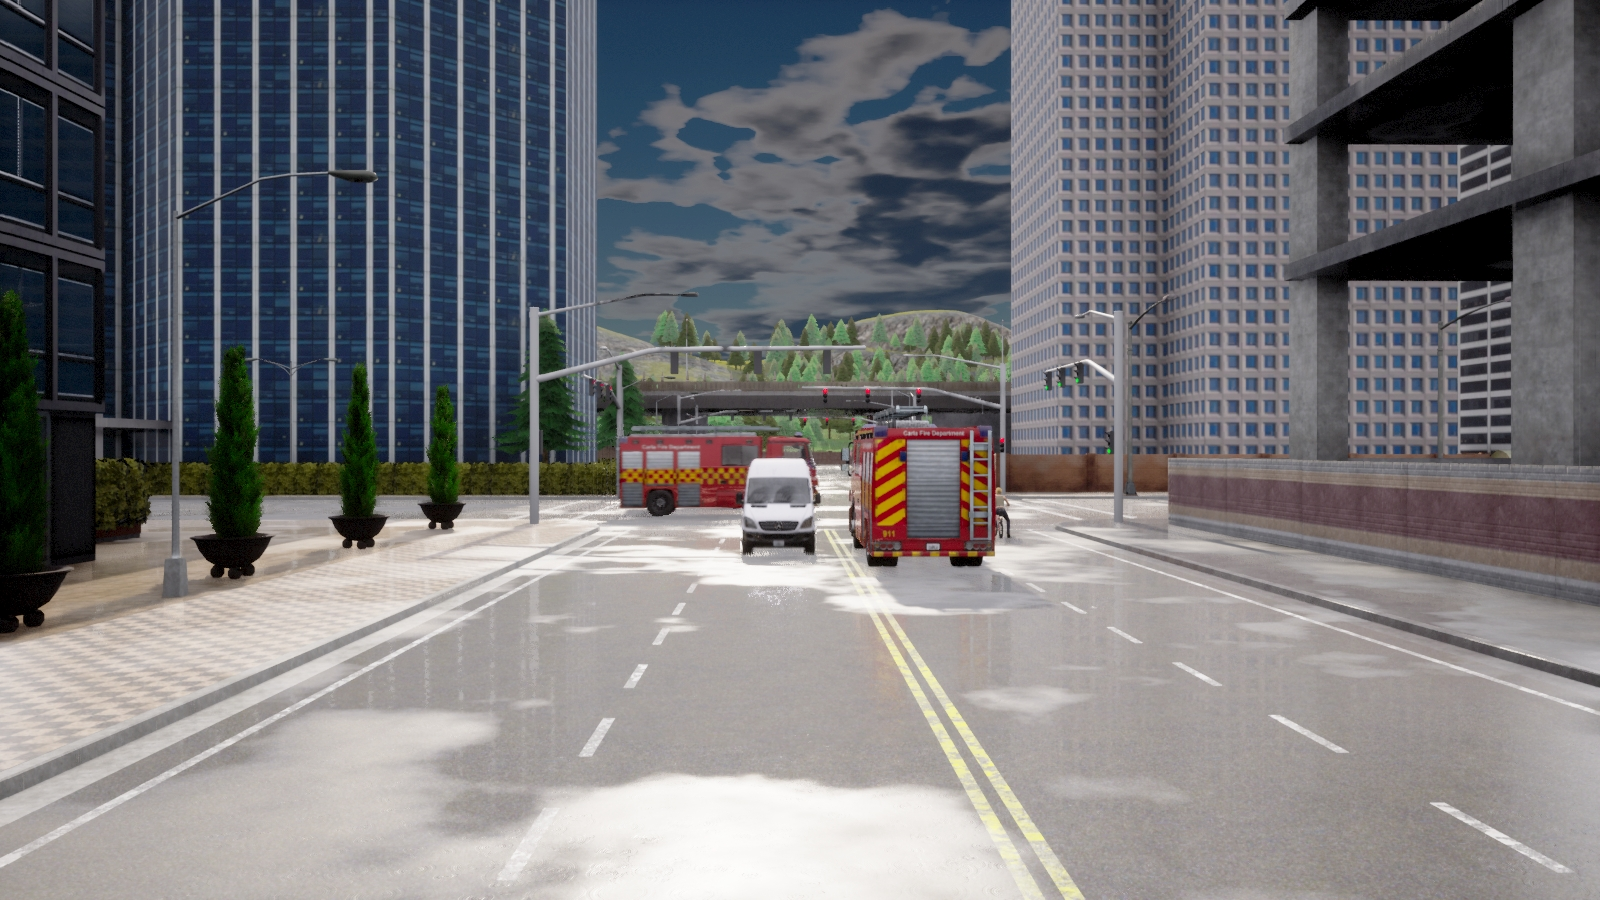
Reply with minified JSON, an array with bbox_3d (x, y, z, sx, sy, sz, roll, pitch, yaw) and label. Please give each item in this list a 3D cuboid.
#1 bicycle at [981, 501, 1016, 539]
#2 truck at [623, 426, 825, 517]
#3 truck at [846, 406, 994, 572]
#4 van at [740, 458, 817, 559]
[{"bbox_3d":[6.346,2.233,36.588,0.859,1.126,1.487,0,0,-1],"label":"bicycle"},{"bbox_3d":[-3.223,0.891,49.417,8.468,3.827,2.891,0,0,-2],"label":"truck"},{"bbox_3d":[2.932,0.891,30.480,2.891,3.827,8.468,0,0,-1],"label":"truck"},{"bbox_3d":[-0.606,1.534,32.527,1.988,2.561,5.915,0,0,-1],"label":"van"}]
